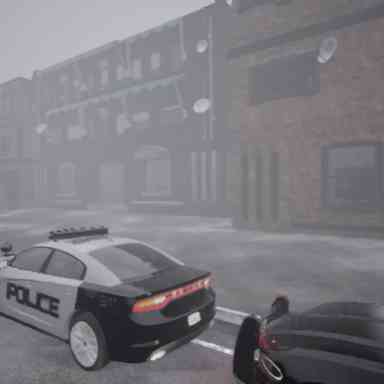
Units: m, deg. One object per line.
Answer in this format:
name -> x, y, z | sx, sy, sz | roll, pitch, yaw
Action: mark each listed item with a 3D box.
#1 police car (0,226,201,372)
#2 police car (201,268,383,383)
police car -> -2.073, 1.446, 5.850 | 5.238, 1.638, 1.930 | 0, 0, 36
police car -> 2.801, 1.436, 2.350 | 5.238, 1.638, 1.930 | 0, 0, 36
